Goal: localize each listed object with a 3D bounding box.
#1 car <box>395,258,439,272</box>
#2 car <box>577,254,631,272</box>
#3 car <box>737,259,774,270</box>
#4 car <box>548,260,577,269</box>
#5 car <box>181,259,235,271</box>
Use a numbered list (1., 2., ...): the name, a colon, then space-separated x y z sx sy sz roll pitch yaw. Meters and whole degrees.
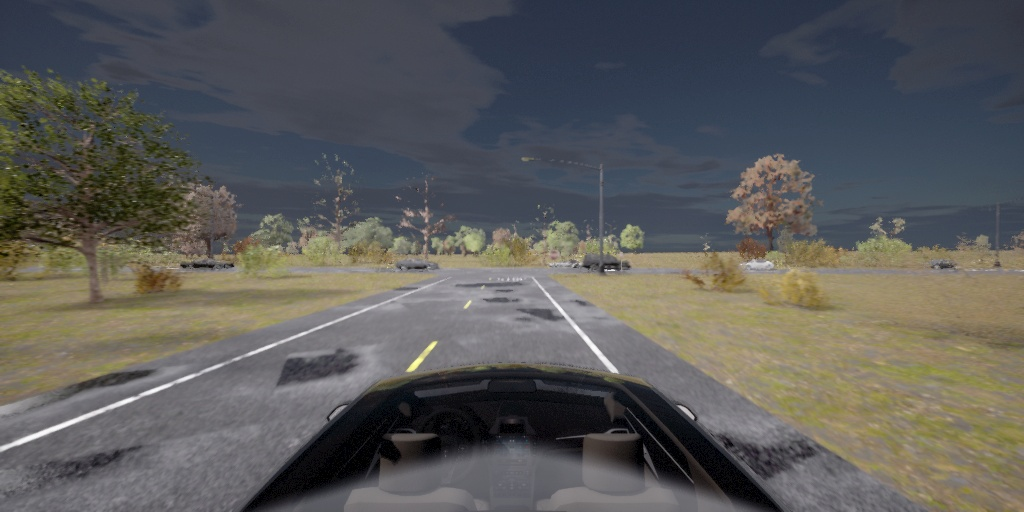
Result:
1. car: -10.785 0.998 40.915 4.902 1.511 2.128 0 0 -2
2. car: 10.844 0.808 41.459 5.566 2.045 2.150 0 0 -2
3. car: 33.312 1.169 49.138 4.674 1.442 1.812 -1 0 -2
4. car: 7.240 1.125 48.374 4.718 1.301 1.895 0 0 -2
5. car: -33.987 0.993 40.229 4.718 1.301 1.895 0 0 -2
